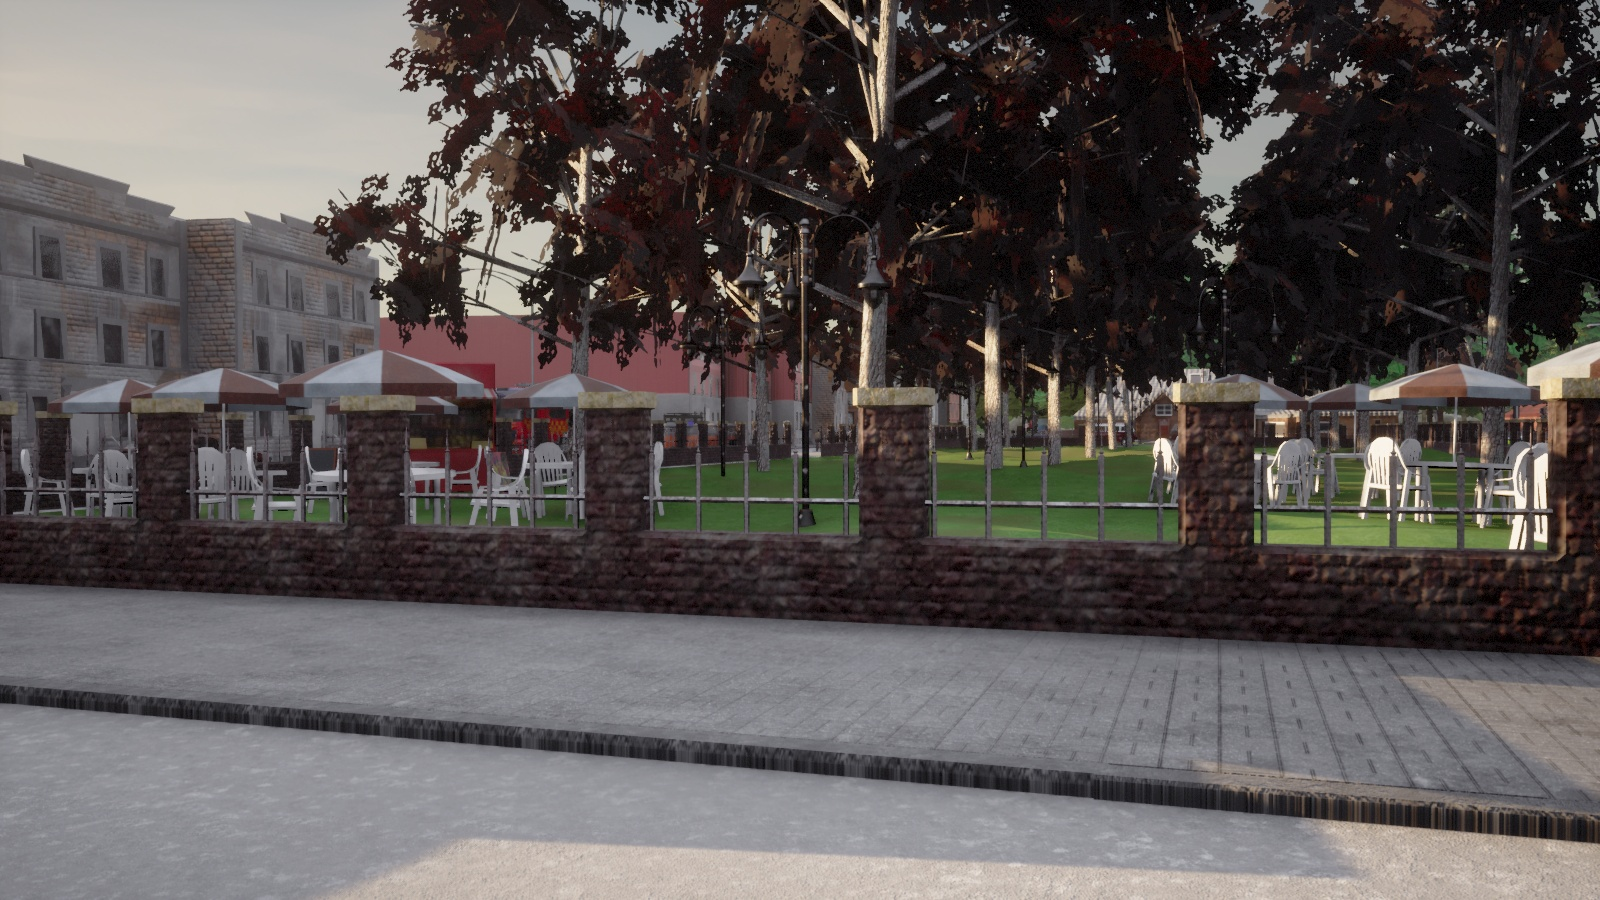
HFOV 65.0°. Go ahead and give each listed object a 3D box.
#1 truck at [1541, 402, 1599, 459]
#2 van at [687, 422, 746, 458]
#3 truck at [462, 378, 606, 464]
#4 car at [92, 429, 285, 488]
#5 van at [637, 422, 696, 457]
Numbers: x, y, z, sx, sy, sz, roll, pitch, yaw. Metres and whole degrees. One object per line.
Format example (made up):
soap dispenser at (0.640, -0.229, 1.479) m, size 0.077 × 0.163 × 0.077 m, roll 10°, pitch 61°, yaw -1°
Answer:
truck at (50.364, -1.263, 80.986) m, size 2.891 × 3.462 × 7.936 m, roll 1°, pitch 1°, yaw 19°
van at (-4.733, -0.586, 71.668) m, size 1.775 × 1.987 × 4.442 m, roll 1°, pitch 1°, yaw 18°
truck at (-12.632, -1.356, 60.601) m, size 2.891 × 3.827 × 8.468 m, roll 1°, pitch 1°, yaw 18°
car at (-16.915, 0.180, 35.053) m, size 1.882 × 1.535 × 5.008 m, roll 1°, pitch 1°, yaw 18°
van at (-7.915, -0.648, 74.771) m, size 1.775 × 1.987 × 4.442 m, roll 1°, pitch 1°, yaw 18°
